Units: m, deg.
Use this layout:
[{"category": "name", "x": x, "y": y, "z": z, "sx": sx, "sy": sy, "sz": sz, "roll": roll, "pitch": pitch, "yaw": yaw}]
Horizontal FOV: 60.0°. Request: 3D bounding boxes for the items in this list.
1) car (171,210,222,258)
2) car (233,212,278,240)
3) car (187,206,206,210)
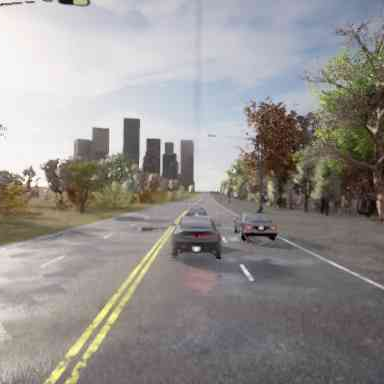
[{"category": "car", "x": 0.174, "y": 1.740, "z": 13.920, "sx": 1.837, "sy": 1.490, "sz": 4.892, "roll": 0, "pitch": -1, "yaw": 0}, {"category": "car", "x": 3.485, "y": 1.860, "z": 19.094, "sx": 2.033, "sy": 1.411, "sz": 5.357, "roll": 1, "pitch": 0, "yaw": 1}, {"category": "car", "x": 0.425, "y": 2.014, "z": 31.750, "sx": 1.994, "sy": 1.385, "sz": 4.181, "roll": 1, "pitch": -1, "yaw": 1}]
